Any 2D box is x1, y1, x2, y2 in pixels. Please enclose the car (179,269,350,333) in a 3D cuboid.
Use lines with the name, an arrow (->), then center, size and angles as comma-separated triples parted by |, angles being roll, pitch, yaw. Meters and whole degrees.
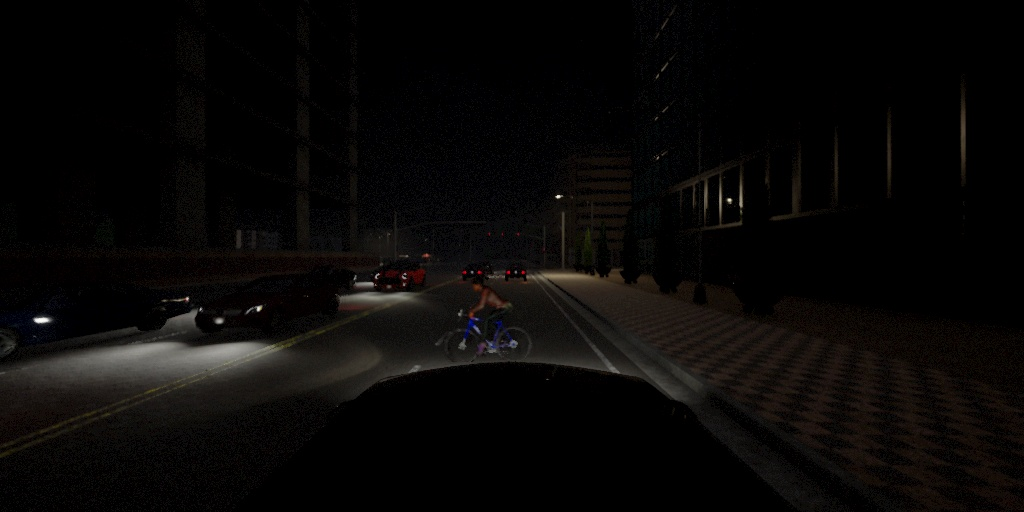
car -> -7.005, 1.298, 10.933 | 1.812, 1.442, 4.674 | 0, 0, 1

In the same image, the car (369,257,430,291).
car -> -6.874, 1.152, 22.366 | 2.097, 1.767, 4.553 | 0, 0, 1

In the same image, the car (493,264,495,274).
car -> -3.080, 1.351, 40.938 | 1.837, 1.490, 4.892 | 0, 0, 1

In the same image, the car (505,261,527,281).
car -> 0.361, 1.370, 31.153 | 2.033, 1.411, 5.357 | 0, 0, 1

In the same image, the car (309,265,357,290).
car -> -10.405, 1.286, 19.844 | 2.128, 1.511, 4.902 | 0, 0, 1

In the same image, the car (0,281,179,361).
car -> -10.542, 1.313, 8.381 | 2.033, 1.411, 5.357 | 0, 0, 1

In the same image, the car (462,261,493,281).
car -> -3.139, 1.370, 31.197 | 2.033, 1.411, 5.357 | 0, 0, 1

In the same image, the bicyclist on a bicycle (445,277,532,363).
bicyclist on a bicycle -> -0.463, 1.212, 6.708 | 1.656, 1.620, 0.582 | -2, 0, 1

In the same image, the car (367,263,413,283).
car -> -10.248, 1.368, 30.543 | 2.033, 1.411, 5.357 | 0, 0, 1
